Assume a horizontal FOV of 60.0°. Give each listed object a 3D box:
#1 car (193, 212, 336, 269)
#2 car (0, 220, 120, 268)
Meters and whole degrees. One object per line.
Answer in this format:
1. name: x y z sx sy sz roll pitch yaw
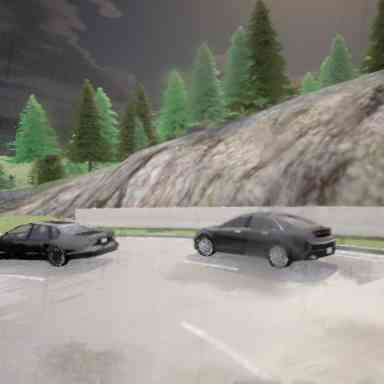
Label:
1. car: 2.090 1.416 10.847 1.837 1.490 4.892 0 -1 -43
2. car: -5.286 1.742 11.807 5.357 1.411 2.033 -2 0 18
